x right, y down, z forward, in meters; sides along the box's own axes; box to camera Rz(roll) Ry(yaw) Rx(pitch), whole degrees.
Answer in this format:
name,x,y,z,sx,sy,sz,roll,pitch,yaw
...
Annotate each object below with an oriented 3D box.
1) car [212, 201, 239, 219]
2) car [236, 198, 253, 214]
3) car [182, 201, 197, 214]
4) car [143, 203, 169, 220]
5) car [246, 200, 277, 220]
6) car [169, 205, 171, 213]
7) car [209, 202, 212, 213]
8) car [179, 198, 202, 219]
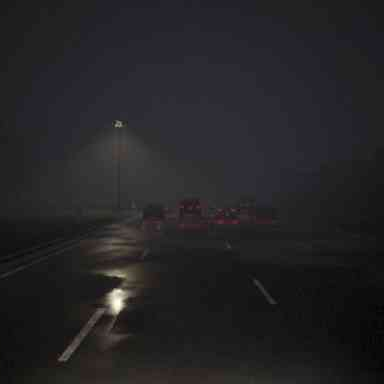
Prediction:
name,x,y,z,sx,sy,sz,roll,pitch,yaw
car,3.338,1.932,33.791,1.812,1.442,4.674,0,-1,0
car,6.720,1.735,42.757,2.150,2.045,5.566,0,-1,0
car,-0.274,2.012,44.376,1.882,1.535,5.008,0,-1,0
car,-3.666,1.877,33.021,1.882,1.535,5.008,0,-1,0
car,6.837,1.865,32.264,1.882,1.535,5.008,0,-1,0
car,-3.776,2.068,43.176,2.033,1.411,5.357,0,-1,0
car,3.226,2.020,43.892,2.128,1.511,4.902,0,-1,0
car,-0.150,1.629,33.823,2.150,2.045,5.566,0,-1,0
